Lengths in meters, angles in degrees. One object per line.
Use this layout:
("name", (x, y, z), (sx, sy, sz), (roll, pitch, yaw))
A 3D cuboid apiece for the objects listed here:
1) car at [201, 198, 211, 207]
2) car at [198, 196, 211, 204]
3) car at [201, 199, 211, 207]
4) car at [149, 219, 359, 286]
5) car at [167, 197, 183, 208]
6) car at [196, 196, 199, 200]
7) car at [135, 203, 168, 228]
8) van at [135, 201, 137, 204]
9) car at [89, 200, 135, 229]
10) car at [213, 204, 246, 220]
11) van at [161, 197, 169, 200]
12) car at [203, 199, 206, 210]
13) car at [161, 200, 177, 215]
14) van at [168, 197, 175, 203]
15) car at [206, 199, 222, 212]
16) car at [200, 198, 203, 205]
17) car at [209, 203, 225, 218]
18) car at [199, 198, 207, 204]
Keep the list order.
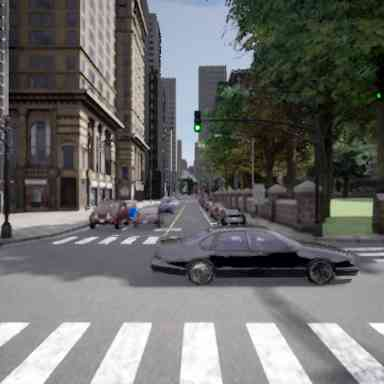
("car", (2.767, 2.031, 50.821), (1.887, 1.381, 4.507), (0, 0, 0))
("car", (2.768, 1.896, 61.663), (2.192, 1.841, 5.009), (0, 0, 0))
("car", (2.767, 2.153, 67.252), (1.752, 1.417, 4.829), (0, 0, 0))
("car", (1.550, 1.636, 9.160), (5.357, 1.411, 2.033), (0, 0, 0))
("car", (-3.000, 2.087, 58.784), (1.812, 1.442, 4.674), (0, -1, 0))
("car", (2.769, 2.032, 77.924), (2.192, 1.841, 5.009), (0, 0, 0))
("car", (-3.089, 1.771, 24.617), (1.812, 1.442, 4.674), (0, 0, 1))
("van", (-5.759, 1.629, 29.162), (1.690, 1.788, 3.998), (0, -1, 0))
("car", (-5.760, 1.552, 23.743), (2.192, 1.841, 5.009), (0, -1, 0))
("car", (2.765, 1.802, 23.720), (1.947, 1.339, 4.313), (0, -1, 0))
("van", (-5.757, 2.013, 72.523), (1.690, 1.788, 3.998), (0, 0, 0))
("car", (2.766, 2.021, 45.400), (1.802, 1.307, 4.206), (0, -1, 0))
("car", (-3.092, 1.982, 39.139), (1.895, 1.301, 4.718), (0, -1, 0))
("van", (-5.756, 2.189, 94.204), (1.690, 1.788, 3.998), (0, 0, 0))
("car", (2.766, 1.779, 34.562), (1.967, 1.590, 4.097), (0, -1, 0))
("car", (2.767, 2.100, 56.241), (1.947, 1.339, 4.313), (0, 0, 0))
("car", (2.765, 1.870, 29.140), (1.802, 1.307, 4.206), (0, -1, 0))
("car", (2.768, 2.202, 83.343), (1.967, 1.590, 4.097), (0, 0, 0))
